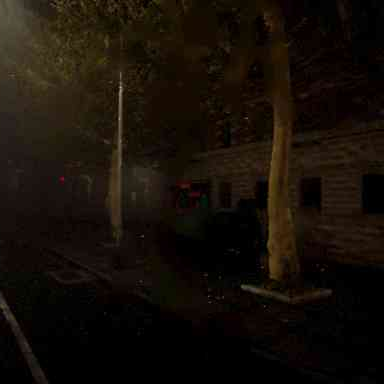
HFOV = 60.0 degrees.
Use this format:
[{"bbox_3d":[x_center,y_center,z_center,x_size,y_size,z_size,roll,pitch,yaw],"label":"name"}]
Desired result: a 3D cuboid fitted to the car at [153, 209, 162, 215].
[{"bbox_3d":[-3.996,3.098,55.022,4.718,1.301,1.895,2,-2,-36],"label":"car"}]
